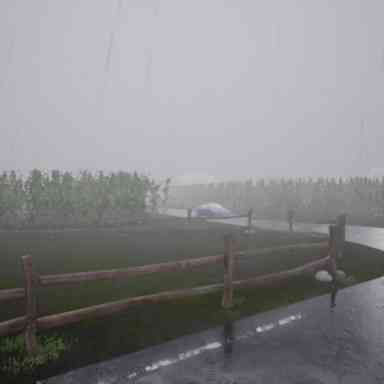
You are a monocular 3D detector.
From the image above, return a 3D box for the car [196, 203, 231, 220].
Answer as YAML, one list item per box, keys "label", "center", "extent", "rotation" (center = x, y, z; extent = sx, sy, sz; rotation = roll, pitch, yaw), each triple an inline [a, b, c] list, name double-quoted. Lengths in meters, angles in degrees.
- label: "car"
  center: [1.956, 1.786, 31.824]
  extent: [1.812, 1.442, 4.674]
  rotation: [0, 0, -25]

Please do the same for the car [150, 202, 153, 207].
- label: "car"
  center: [-7.548, 2.007, 51.853]
  extent: [1.837, 1.490, 4.892]
  rotation: [0, -1, -26]
